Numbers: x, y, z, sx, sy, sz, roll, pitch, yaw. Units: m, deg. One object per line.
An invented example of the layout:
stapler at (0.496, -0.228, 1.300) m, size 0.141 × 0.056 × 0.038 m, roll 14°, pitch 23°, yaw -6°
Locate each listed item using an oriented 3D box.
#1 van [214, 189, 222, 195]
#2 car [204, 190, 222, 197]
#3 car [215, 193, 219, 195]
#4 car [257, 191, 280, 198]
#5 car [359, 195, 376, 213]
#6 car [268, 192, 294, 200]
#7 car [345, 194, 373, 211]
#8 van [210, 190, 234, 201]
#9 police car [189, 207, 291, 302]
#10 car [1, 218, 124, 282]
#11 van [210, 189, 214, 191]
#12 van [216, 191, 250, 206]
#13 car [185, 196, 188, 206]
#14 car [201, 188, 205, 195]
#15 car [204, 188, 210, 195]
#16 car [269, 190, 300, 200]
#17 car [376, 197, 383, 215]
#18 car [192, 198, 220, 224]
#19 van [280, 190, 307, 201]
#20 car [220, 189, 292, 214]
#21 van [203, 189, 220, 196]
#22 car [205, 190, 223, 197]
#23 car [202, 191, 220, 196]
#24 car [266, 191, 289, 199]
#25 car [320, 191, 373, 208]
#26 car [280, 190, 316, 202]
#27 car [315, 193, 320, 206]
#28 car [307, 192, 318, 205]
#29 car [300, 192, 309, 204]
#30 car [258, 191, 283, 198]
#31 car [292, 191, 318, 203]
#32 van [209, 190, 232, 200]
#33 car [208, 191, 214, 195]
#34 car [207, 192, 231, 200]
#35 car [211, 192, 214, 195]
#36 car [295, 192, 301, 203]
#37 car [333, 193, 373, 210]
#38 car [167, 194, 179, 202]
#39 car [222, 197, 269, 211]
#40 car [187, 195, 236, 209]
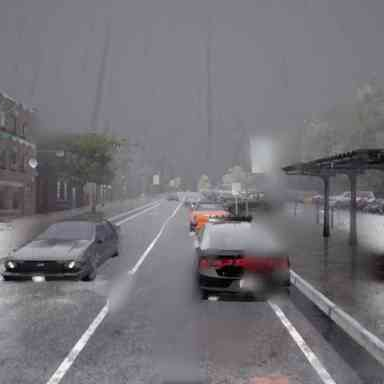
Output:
van at (5.511, 0.930, 44.068) m, size 4.442 × 1.987 × 1.878 m, roll 0°, pitch 1°, yaw 0°
car at (5.453, 0.381, 86.118) m, size 4.553 × 1.767 × 2.185 m, roll 0°, pitch 1°, yaw 0°
car at (5.631, 1.182, 41.264) m, size 5.008 × 1.535 × 2.097 m, roll 0°, pitch 1°, yaw 0°
car at (18.588, 0.597, 80.931) m, size 4.892 × 1.521 × 2.231 m, roll 0°, pitch 1°, yaw 0°
car at (18.758, 1.277, 30.965) m, size 4.892 × 1.521 × 2.231 m, roll 0°, pitch 1°, yaw 0°
car at (18.591, 0.812, 69.828) m, size 4.792 × 1.488 × 2.163 m, roll 0°, pitch 1°, yaw 0°
car at (18.747, 1.251, 33.741) m, size 5.008 × 1.535 × 2.097 m, roll 0°, pitch 1°, yaw 0°
van at (5.677, 0.658, 63.694) m, size 4.442 × 1.987 × 1.878 m, roll 0°, pitch 1°, yaw 0°
police car at (0.958, 1.401, 8.428) m, size 1.930 × 1.638 × 5.238 m, roll 0°, pitch 0°, yaw 0°
car at (-3.370, 1.515, 9.967) m, size 2.033 × 1.411 × 5.357 m, roll 0°, pitch 0°, yaw 0°
van at (5.696, 0.752, 58.090) m, size 4.442 × 1.987 × 1.878 m, roll 0°, pitch 1°, yaw 0°
van at (5.734, 0.900, 46.870) m, size 4.442 × 1.987 × 1.878 m, roll 0°, pitch 1°, yaw 0°
car at (-0.059, 1.214, 46.852) m, size 1.895 × 1.301 × 4.718 m, roll 0°, pitch 1°, yaw 1°
car at (5.484, 0.397, 77.708) m, size 5.566 × 2.045 × 2.435 m, roll 0°, pitch 1°, yaw 0°
car at (5.542, 0.680, 60.889) m, size 5.566 × 2.045 × 2.435 m, roll 0°, pitch 1°, yaw 0°
car at (18.658, 0.578, 67.049) m, size 5.566 × 2.045 × 2.435 m, roll 0°, pitch 1°, yaw 0°
car at (18.790, 1.330, 28.191) m, size 4.792 × 1.488 × 2.163 m, roll 0°, pitch 1°, yaw 0°
car at (0.926, 1.303, 24.526) m, size 1.801 × 1.575 × 5.366 m, roll 0°, pitch 1°, yaw 0°
van at (18.764, 0.697, 61.500) m, size 4.442 × 1.987 × 1.878 m, roll 0°, pitch 1°, yaw 0°
car at (5.646, 1.032, 30.049) m, size 5.566 × 2.045 × 2.435 m, roll 0°, pitch 1°, yaw 0°
van at (5.349, 0.187, 91.722) m, size 4.442 × 1.987 × 1.878 m, roll 0°, pitch 1°, yaw 0°
car at (5.463, 0.428, 83.315) m, size 4.553 × 1.767 × 2.185 m, roll 0°, pitch 1°, yaw 0°
car at (5.451, 0.365, 94.529) m, size 5.008 × 1.535 × 2.097 m, roll 0°, pitch 1°, yaw 0°
car at (18.641, 0.610, 72.603) m, size 4.553 × 1.767 × 2.185 m, roll 0°, pitch 1°, yaw 0°
car at (18.694, 0.950, 39.290) m, size 5.566 × 2.045 × 2.435 m, roll 0°, pitch 1°, yaw 0°
car at (18.686, 0.718, 58.723) m, size 5.566 × 2.045 × 2.435 m, roll 0°, pitch 1°, yaw 0°
car at (18.708, 1.177, 42.066) m, size 4.892 × 1.521 × 2.231 m, roll 0°, pitch 1°, yaw 0°
car at (18.699, 1.149, 44.844) m, size 5.008 × 1.535 × 2.097 m, roll 0°, pitch 1°, yaw 0°
car at (18.879, 1.116, 47.622) m, size 5.366 × 1.575 × 1.946 m, roll 0°, pitch 1°, yaw 0°
car at (18.406, 0.639, 78.154) m, size 5.366 × 1.575 × 1.946 m, roll 0°, pitch 1°, yaw 0°
car at (18.705, 1.080, 53.176) m, size 4.792 × 1.488 × 2.163 m, roll 0°, pitch 1°, yaw 0°
van at (5.668, 0.611, 66.497) m, size 4.442 × 1.987 × 1.878 m, roll 0°, pitch 1°, yaw 0°
car at (5.595, 1.020, 55.286) m, size 4.892 × 1.521 × 2.231 m, roll 0°, pitch 1°, yaw 0°
car at (5.535, 0.791, 69.303) m, size 4.892 × 1.521 × 2.231 m, roll 0°, pitch 1°, yaw 0°
car at (5.637, 1.125, 49.676) m, size 4.792 × 1.488 × 2.163 m, roll 0°, pitch 1°, yaw 0°
car at (18.656, 1.119, 50.393) m, size 4.792 × 1.488 × 2.163 m, roll 0°, pitch 1°, yaw 0°
car at (18.738, 1.226, 36.517) m, size 5.008 × 1.535 × 2.097 m, roll 0°, pitch 1°, yaw 0°
car at (-3.370, 1.016, 59.221) m, size 1.994 × 1.385 × 4.181 m, roll 0°, pitch 1°, yaw 0°
car at (5.658, 1.273, 35.658) m, size 4.674 × 1.452 × 2.002 m, roll 0°, pitch 1°, yaw 0°
car at (0.938, 1.254, 18.297) m, size 2.097 × 1.767 × 4.553 m, roll 0°, pitch 1°, yaw 0°
